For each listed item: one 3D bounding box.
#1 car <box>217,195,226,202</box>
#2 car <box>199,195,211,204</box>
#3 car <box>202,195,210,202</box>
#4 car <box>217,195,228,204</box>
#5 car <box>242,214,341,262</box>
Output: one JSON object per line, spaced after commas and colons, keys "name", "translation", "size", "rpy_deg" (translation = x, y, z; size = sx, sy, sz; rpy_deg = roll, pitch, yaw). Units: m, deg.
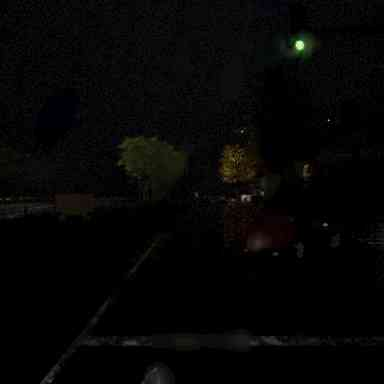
{"name": "car", "translation": [6.672, 1.490, 75.682], "size": [2.033, 1.411, 5.357], "rpy_deg": [0, 0, 4]}
{"name": "car", "translation": [2.565, 1.490, 65.881], "size": [2.097, 1.767, 4.553], "rpy_deg": [0, 0, 4]}
{"name": "car", "translation": [3.179, 1.475, 75.896], "size": [1.812, 1.442, 4.674], "rpy_deg": [0, 0, 4]}
{"name": "car", "translation": [6.062, 1.738, 65.728], "size": [1.895, 1.301, 4.718], "rpy_deg": [0, 0, 4]}
{"name": "car", "translation": [3.960, 1.588, 12.831], "size": [1.882, 1.535, 5.008], "rpy_deg": [-2, -2, 45]}
